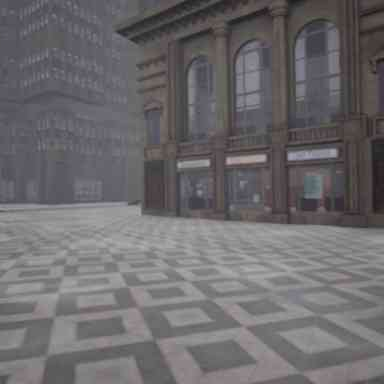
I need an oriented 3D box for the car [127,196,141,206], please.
[{"bbox_3d":[-7.672,1.368,50.870,1.882,1.535,5.008,-1,0,36],"label":"car"}]
